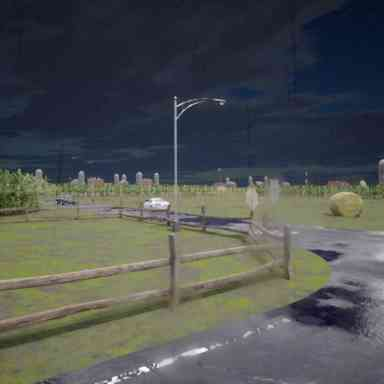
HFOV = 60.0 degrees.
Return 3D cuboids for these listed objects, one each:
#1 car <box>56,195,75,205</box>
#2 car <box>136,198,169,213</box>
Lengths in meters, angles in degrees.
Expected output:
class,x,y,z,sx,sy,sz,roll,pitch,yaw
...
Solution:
class,x,y,z,sx,sy,sz,roll,pitch,yaw
car,-18.984,1.163,49.767,1.837,1.490,4.892,-1,1,-36
car,-3.960,1.313,33.747,1.812,1.442,4.674,-1,1,-36
